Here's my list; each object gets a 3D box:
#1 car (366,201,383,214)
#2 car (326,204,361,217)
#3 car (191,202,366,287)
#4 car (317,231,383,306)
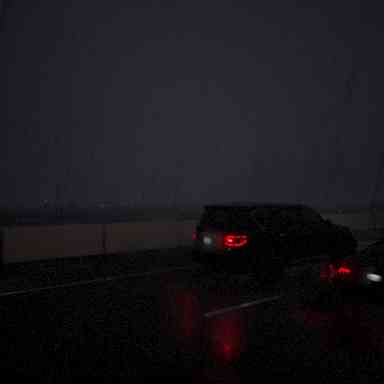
[{"bbox_3d":[23.495,2.221,42.165,5.566,2.045,2.150,2,-1,-35],"label":"car"},{"bbox_3d":[20.162,2.427,44.097,5.008,1.535,1.882,2,-1,-35],"label":"car"},{"bbox_3d":[2.574,1.331,9.875,5.566,2.045,2.150,1,0,-35],"label":"car"},{"bbox_3d":[5.411,1.670,7.605,5.357,1.411,2.033,1,-1,-35],"label":"car"}]
